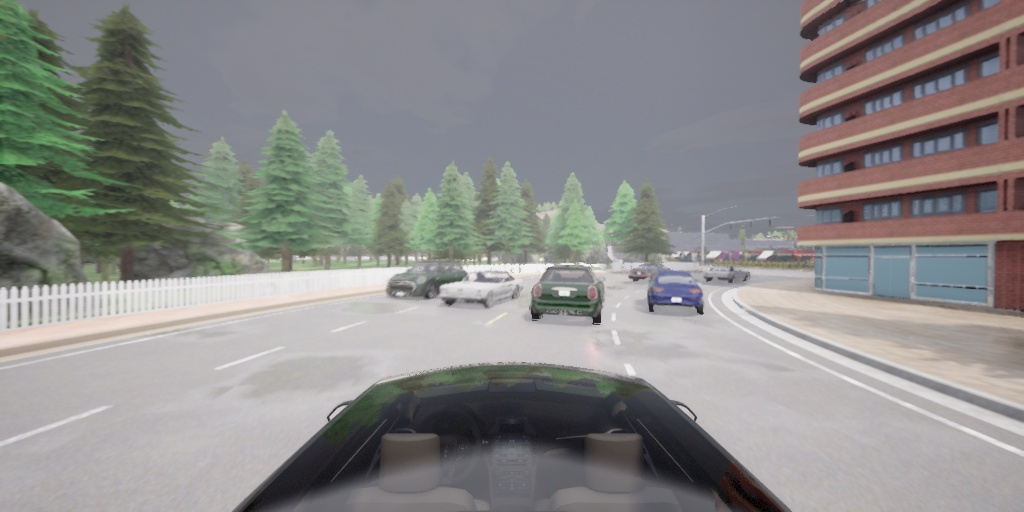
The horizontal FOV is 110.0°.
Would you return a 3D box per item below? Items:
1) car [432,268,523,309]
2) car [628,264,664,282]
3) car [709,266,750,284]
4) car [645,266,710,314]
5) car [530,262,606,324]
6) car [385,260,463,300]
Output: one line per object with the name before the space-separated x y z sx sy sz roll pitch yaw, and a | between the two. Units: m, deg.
car | -1.105 1.281 14.829 1.895 1.301 4.718 1 0 20
car | 10.857 1.299 27.500 2.033 1.411 5.357 1 0 44
car | 16.975 1.414 28.296 4.718 1.301 1.895 0 0 -39
car | 6.303 1.288 14.052 1.812 1.442 4.674 0 0 21
car | 2.063 1.077 12.278 2.097 1.767 4.553 1 0 16
car | -3.833 0.994 17.028 2.097 1.767 4.553 1 0 22
